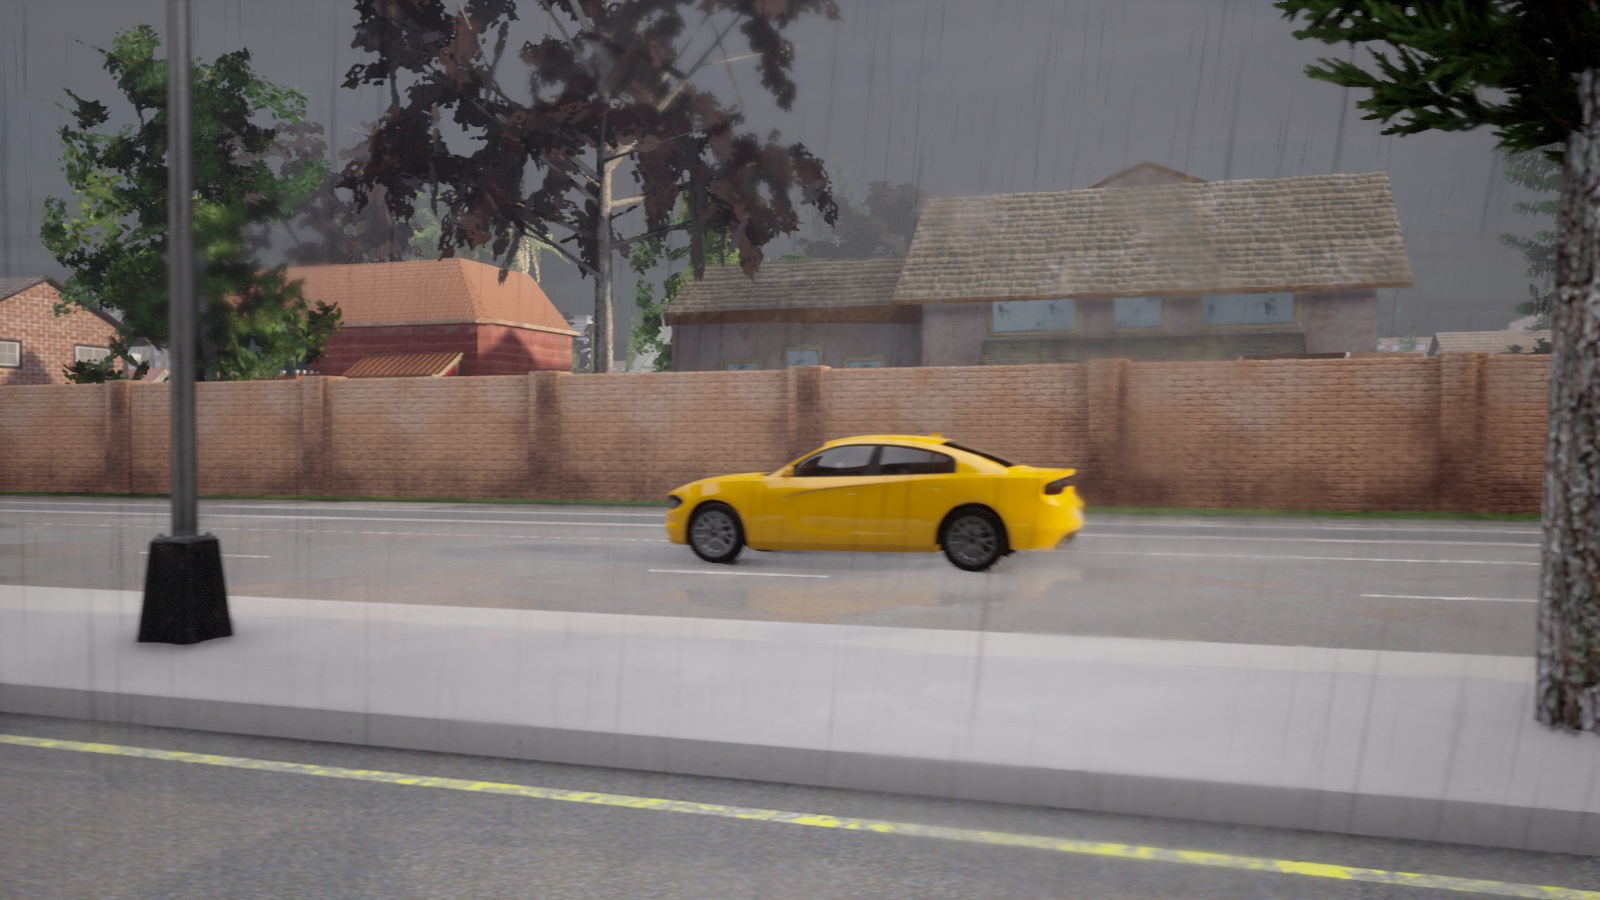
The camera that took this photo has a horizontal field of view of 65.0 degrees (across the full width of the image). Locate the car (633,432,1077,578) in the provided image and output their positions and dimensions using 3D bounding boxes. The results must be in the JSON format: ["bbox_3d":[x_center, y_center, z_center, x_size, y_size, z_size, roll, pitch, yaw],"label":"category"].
[{"bbox_3d":[0.676,0.565,15.087,5.008,1.535,1.882,1,1,18],"label":"car"}]
